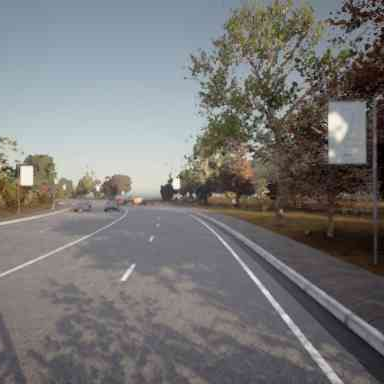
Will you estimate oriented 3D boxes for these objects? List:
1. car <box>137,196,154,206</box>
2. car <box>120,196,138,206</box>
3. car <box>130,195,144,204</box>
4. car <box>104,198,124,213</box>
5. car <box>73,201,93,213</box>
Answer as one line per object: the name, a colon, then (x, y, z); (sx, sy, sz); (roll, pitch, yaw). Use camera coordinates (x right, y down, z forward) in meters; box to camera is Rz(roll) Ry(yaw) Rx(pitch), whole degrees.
car: (-8.791, 1.883, 64.944); (1.837, 1.490, 4.892); (0, 0, -20)
car: (-12.436, 1.874, 64.774); (1.837, 1.490, 4.892); (0, 0, -20)
car: (-12.437, 1.667, 74.589); (2.097, 1.767, 4.553); (0, 0, -24)
car: (-10.065, 1.803, 42.171); (2.033, 1.411, 5.357); (0, 0, -10)
car: (-13.497, 1.796, 41.480); (2.033, 1.411, 5.357); (0, 0, -10)
